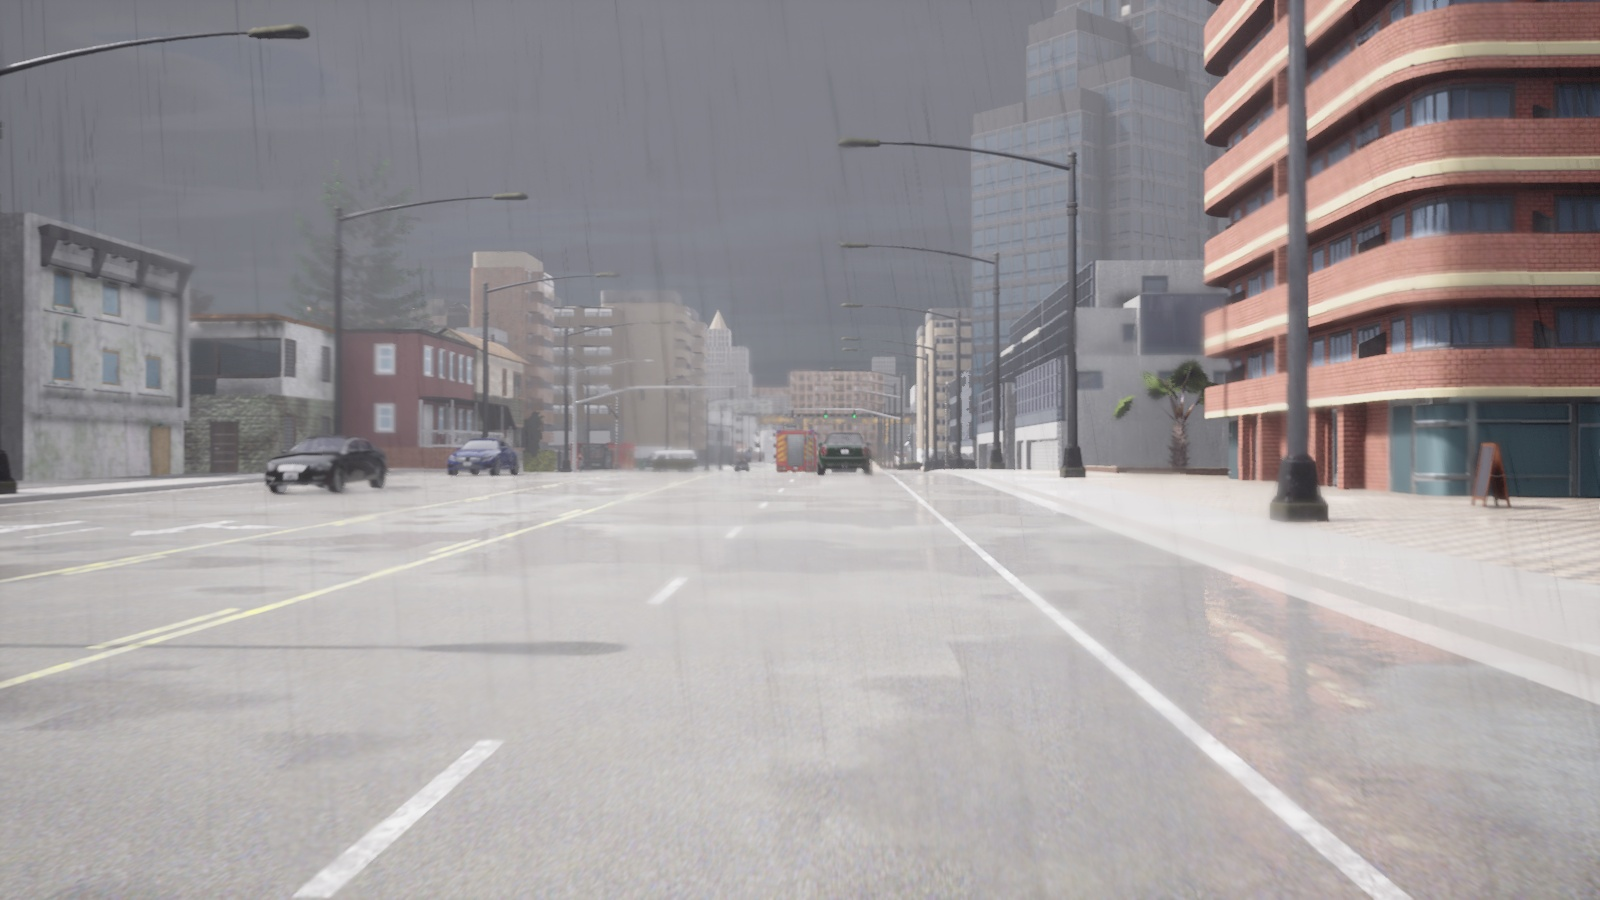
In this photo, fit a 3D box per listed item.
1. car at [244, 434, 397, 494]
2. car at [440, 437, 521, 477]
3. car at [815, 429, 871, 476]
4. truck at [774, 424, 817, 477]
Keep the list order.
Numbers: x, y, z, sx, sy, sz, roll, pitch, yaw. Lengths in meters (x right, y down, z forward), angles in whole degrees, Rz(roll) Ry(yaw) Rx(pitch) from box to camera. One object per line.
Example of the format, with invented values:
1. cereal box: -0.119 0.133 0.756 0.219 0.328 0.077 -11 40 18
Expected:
1. car: -12.829 0.321 34.014 2.128 1.511 4.902 0 1 2
2. car: -12.329 0.257 48.767 1.812 1.442 4.674 0 0 2
3. car: 1.704 0.106 49.502 2.097 1.767 4.553 0 0 2
4. truck: -0.281 0.062 94.214 2.891 3.827 8.468 0 -1 2
